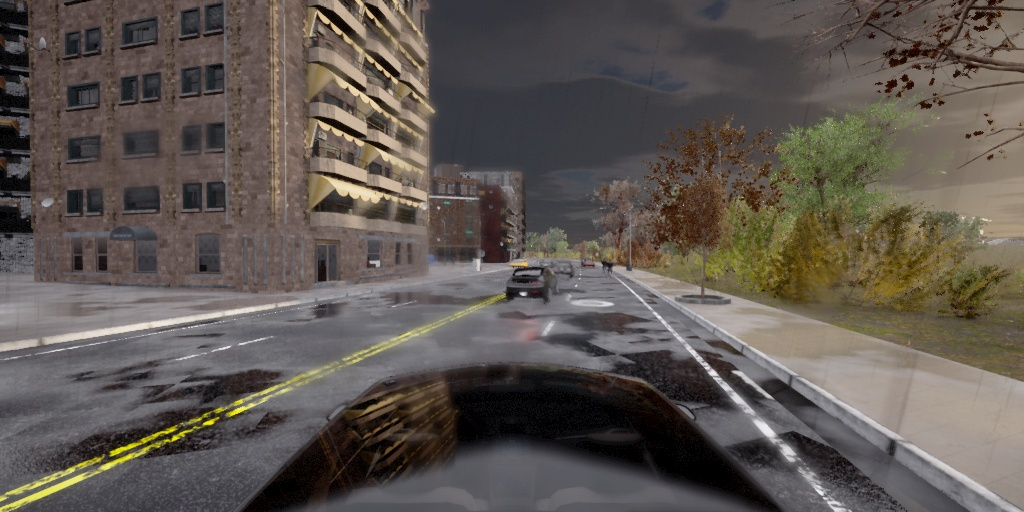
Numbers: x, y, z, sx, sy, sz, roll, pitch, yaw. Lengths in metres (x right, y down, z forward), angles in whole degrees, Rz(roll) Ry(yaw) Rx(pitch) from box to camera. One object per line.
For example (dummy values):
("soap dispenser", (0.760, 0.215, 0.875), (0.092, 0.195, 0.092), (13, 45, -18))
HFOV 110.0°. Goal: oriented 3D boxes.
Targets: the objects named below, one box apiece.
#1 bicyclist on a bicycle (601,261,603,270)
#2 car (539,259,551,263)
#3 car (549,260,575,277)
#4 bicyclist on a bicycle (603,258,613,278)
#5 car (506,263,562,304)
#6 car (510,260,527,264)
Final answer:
("bicyclist on a bicycle", (10.034, 1.107, 39.039), (0.659, 1.776, 1.843), (0, 0, 11))
("car", (5.188, 1.225, 53.320), (2.128, 1.511, 4.902), (0, 0, 11))
("car", (5.093, 1.288, 34.988), (2.033, 1.411, 5.357), (0, 0, 12))
("bicyclist on a bicycle", (8.205, 1.111, 30.149), (0.659, 1.776, 1.843), (0, 0, 12))
("car", (1.034, 1.251, 16.622), (1.837, 1.490, 4.892), (0, 0, 13))
("car", (0.944, 1.216, 48.407), (1.882, 1.535, 5.008), (0, 0, 11))
